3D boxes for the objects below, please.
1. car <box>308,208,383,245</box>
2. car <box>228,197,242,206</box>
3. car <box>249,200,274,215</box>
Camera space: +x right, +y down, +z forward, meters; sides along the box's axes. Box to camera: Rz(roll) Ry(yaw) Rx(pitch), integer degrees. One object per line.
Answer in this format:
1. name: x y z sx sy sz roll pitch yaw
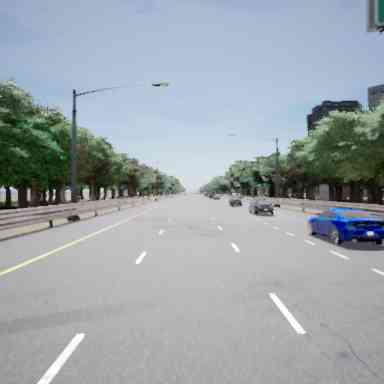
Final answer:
1. car: 7.008 1.497 15.543 1.882 1.535 5.008 0 0 0
2. car: 7.028 1.540 54.669 1.812 1.442 4.674 0 0 0
3. car: 7.016 1.540 33.882 1.812 1.442 4.674 0 0 0
